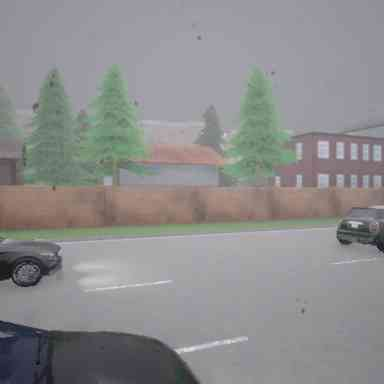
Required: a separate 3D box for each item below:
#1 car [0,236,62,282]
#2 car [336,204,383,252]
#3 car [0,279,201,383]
[{"bbox_3d":[-5.626,1.525,7.994,4.674,1.442,1.812,0,0,-23],"label":"car"},{"bbox_3d":[8.322,1.347,13.819,4.553,1.767,2.097,0,0,-23],"label":"car"},{"bbox_3d":[-1.806,1.564,2.005,4.181,1.385,1.994,0,0,-23],"label":"car"}]
